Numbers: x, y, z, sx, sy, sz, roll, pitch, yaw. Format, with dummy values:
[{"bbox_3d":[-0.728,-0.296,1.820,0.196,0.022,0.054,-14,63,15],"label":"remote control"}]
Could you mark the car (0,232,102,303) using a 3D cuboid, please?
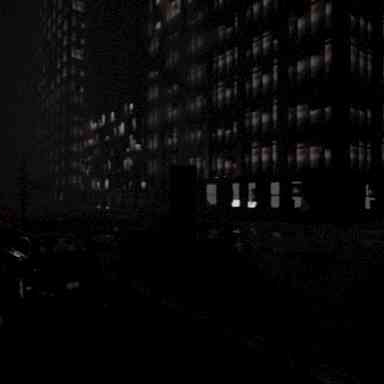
[{"bbox_3d":[-3.754,1.725,8.634,2.008,1.369,4.403,1,-1,-36],"label":"car"}]
